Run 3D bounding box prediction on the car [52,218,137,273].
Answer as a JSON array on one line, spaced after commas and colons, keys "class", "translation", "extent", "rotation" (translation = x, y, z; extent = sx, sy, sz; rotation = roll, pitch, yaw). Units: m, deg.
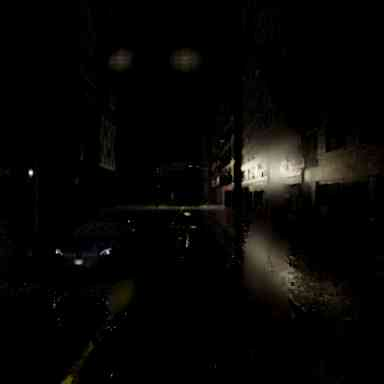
[{"class": "car", "translation": [-3.023, 1.631, 11.209], "extent": [1.812, 1.442, 4.674], "rotation": [0, -1, 0]}]
